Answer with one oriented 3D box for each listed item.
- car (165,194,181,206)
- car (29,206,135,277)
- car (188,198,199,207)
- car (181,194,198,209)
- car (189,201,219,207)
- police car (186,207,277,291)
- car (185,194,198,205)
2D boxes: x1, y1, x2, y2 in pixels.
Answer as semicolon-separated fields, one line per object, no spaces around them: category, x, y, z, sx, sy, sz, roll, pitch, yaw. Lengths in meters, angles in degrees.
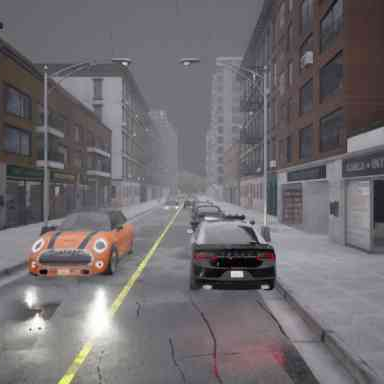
car;-3.169;1.321;52.780;2.097;1.767;4.553;0;0;0
car;-3.115;1.351;10.315;2.097;1.767;4.553;0;0;0
car;0.864;1.471;25.071;1.882;1.535;5.008;0;0;0
car;-0.054;1.328;45.961;2.097;1.767;4.553;0;0;0
car;0.873;1.501;19.071;1.837;1.490;4.892;0;0;0
police car;0.888;1.424;9.181;1.930;1.638;5.238;0;0;0
car;-0.086;1.313;59.548;2.097;1.767;4.553;0;0;0
